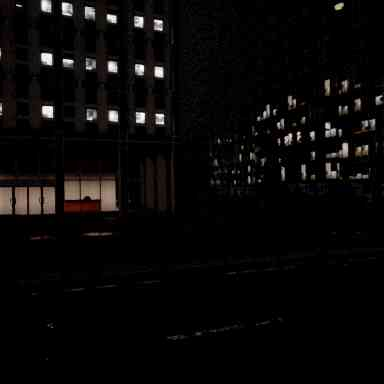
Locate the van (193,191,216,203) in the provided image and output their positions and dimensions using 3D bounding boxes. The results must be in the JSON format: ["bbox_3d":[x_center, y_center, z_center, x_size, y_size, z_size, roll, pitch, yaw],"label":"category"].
[{"bbox_3d":[1.996,0.952,56.017,1.690,1.788,3.998,0,1,-21],"label":"van"}]

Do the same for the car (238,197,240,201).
[{"bbox_3d":[9.817,1.060,59.029,1.802,1.307,4.206,0,1,-21],"label":"car"}]

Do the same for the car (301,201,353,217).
[{"bbox_3d":[12.086,1.434,29.453,1.947,1.339,4.313,0,1,-21],"label":"car"}]

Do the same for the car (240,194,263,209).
[{"bbox_3d":[8.072,1.332,40.090,1.947,1.339,4.313,0,1,-21],"label":"car"}]

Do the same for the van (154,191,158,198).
[{"bbox_3d":[-8.215,0.687,82.537,1.690,1.788,3.998,0,1,-21],"label":"van"}]

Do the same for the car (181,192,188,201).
[{"bbox_3d":[-2.088,1.056,66.627,2.008,1.369,4.403,0,1,-21],"label":"car"}]

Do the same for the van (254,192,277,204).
[{"bbox_3d":[11.858,0.871,53.722,1.690,1.788,3.998,0,1,-21],"label":"van"}]

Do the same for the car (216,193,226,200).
[{"bbox_3d":[5.733,0.954,69.637,1.802,1.307,4.206,0,1,-21],"label":"car"}]

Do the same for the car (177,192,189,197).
[{"bbox_3d":[-2.436,0.710,90.852,2.008,1.369,4.403,0,1,-21],"label":"car"}]

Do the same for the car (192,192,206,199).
[{"bbox_3d":[1.647,0.706,80.243,1.967,1.590,4.097,0,1,-21],"label":"car"}]

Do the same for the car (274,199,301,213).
[{"bbox_3d":[10.060,1.399,34.765,1.802,1.307,4.206,0,1,-21],"label":"car"}]

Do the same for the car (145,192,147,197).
[{"bbox_3d":[-10.257,0.733,87.841,1.967,1.590,4.097,0,1,-21],"label":"car"}]

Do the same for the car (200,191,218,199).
[{"bbox_3d":[3.689,0.634,74.938,2.192,1.841,5.009,0,1,-21],"label":"car"}]

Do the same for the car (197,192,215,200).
[{"bbox_3d":[2.864,0.879,69.858,1.882,1.535,5.008,-1,1,-21],"label":"car"}]
